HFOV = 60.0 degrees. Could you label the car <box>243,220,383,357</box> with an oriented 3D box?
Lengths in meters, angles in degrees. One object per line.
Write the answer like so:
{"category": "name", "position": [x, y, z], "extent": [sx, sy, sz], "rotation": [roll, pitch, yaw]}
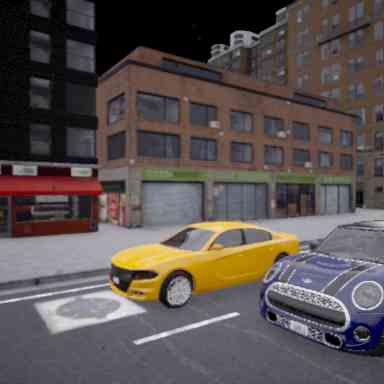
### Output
{"category": "car", "position": [3.364, 1.356, 6.085], "extent": [4.553, 1.767, 2.097], "rotation": [0, 0, -36]}

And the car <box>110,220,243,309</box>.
{"category": "car", "position": [0.528, 1.481, 8.055], "extent": [5.008, 1.535, 1.882], "rotation": [0, 0, -35]}
